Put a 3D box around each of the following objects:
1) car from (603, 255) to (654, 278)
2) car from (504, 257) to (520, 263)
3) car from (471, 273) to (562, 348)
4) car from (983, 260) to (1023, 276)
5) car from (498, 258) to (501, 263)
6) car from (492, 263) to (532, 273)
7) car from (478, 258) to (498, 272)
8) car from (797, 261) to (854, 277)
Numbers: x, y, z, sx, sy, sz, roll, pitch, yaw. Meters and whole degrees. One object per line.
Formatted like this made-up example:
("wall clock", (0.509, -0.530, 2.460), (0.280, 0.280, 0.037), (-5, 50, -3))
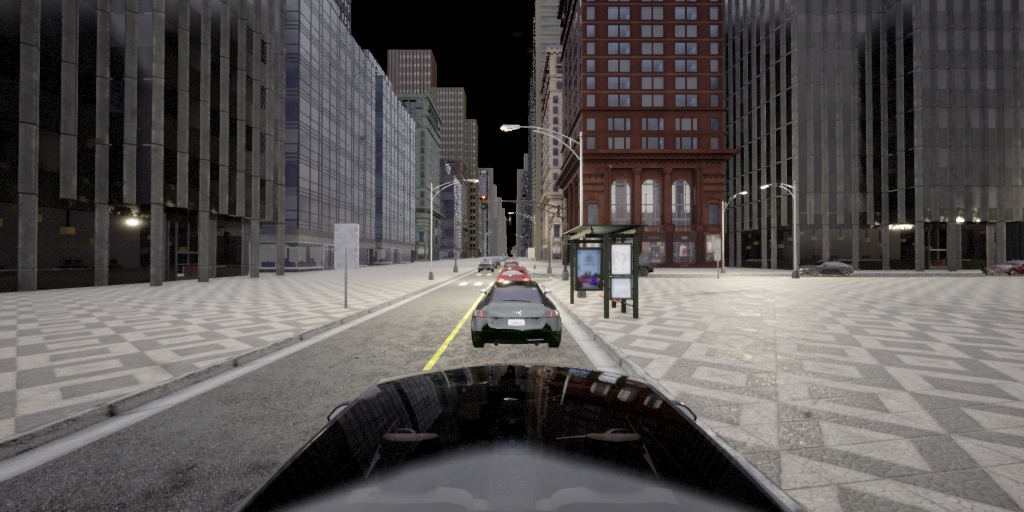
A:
("car", (10.201, 0.926, 33.205), (5.566, 2.045, 2.150), (0, -1, -1))
("car", (-0.018, 1.178, 48.260), (2.128, 1.511, 4.902), (0, 0, 1))
("car", (0.095, 1.314, 9.270), (1.994, 1.385, 4.181), (0, 0, 0))
("car", (46.689, 1.130, 33.133), (4.674, 1.442, 1.812), (0, -1, 0))
("car", (-3.116, 1.163, 54.130), (2.128, 1.511, 4.902), (0, 0, 0))
("car", (0.110, 1.269, 19.105), (1.812, 1.442, 4.674), (0, 0, 1))
("car", (-3.110, 1.244, 44.202), (2.033, 1.411, 5.357), (0, 0, 0))
("car", (28.850, 1.165, 33.231), (4.674, 1.442, 1.812), (0, -1, 0))
